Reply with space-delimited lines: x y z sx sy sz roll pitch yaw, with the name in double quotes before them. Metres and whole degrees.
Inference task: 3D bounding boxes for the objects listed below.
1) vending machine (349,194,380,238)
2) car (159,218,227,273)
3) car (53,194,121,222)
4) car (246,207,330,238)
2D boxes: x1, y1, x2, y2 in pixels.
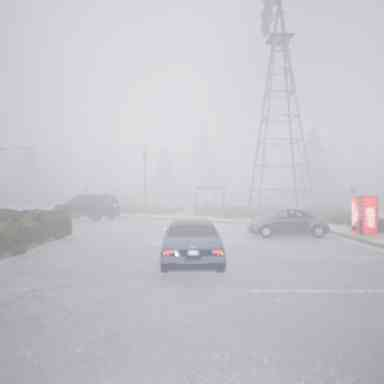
"vending machine" 8.618 1.175 16.630 1.100 2.100 0.880 0 0 -1
"car" -0.005 1.536 10.649 2.033 1.411 5.357 0 0 -1
"car" -8.258 1.192 26.063 5.566 2.045 2.150 -1 0 21
"car" 4.759 1.501 16.809 3.905 1.438 1.784 0 0 0
